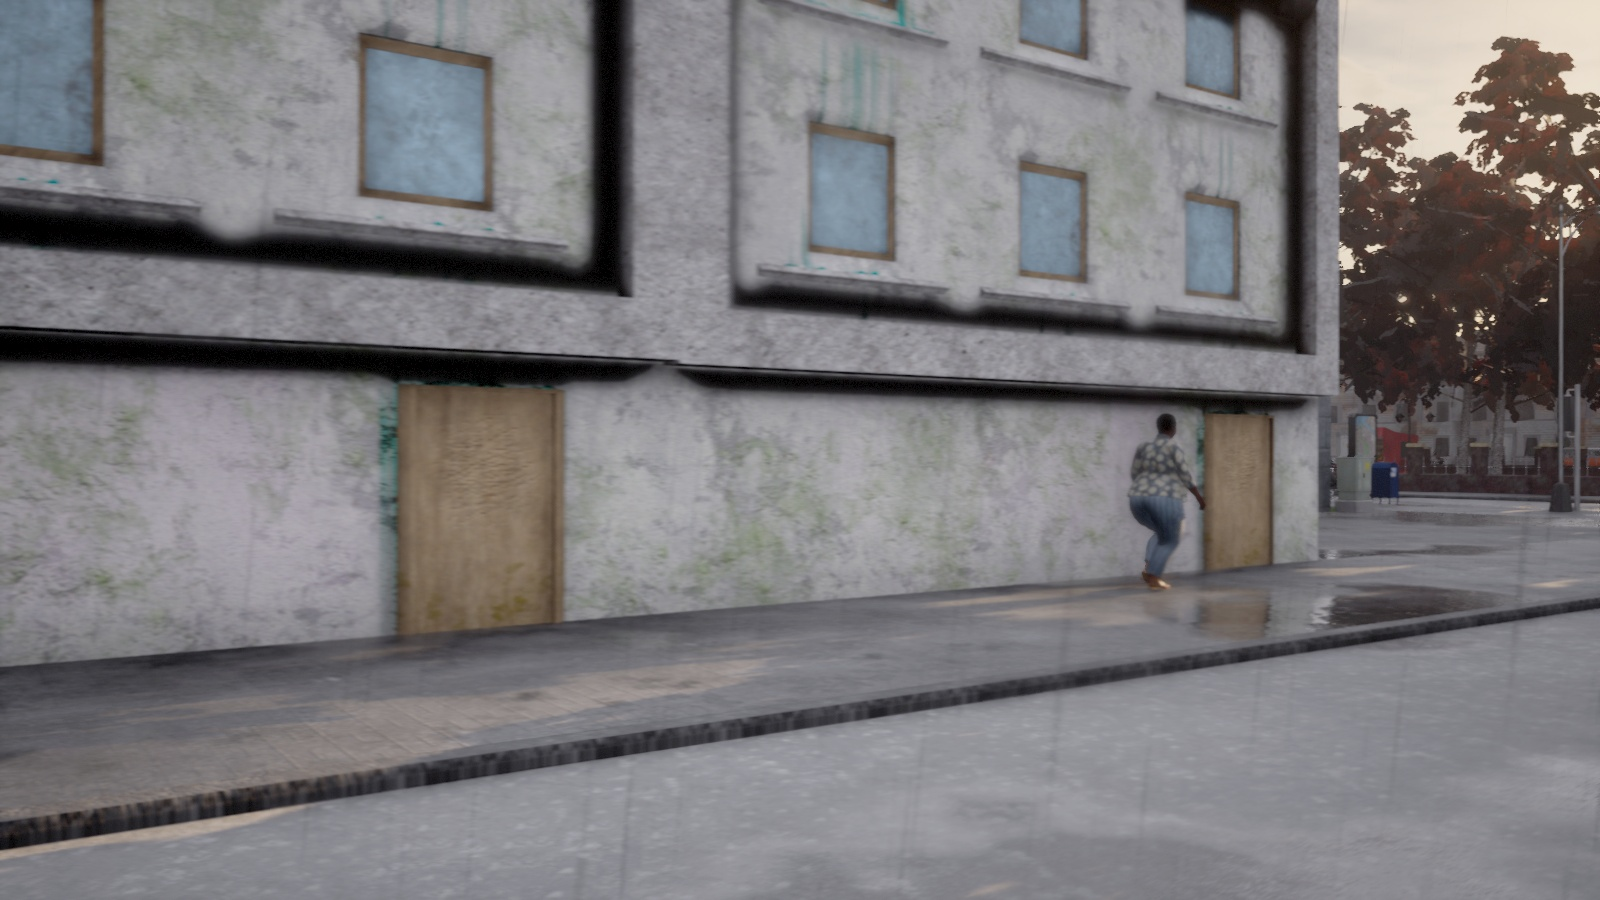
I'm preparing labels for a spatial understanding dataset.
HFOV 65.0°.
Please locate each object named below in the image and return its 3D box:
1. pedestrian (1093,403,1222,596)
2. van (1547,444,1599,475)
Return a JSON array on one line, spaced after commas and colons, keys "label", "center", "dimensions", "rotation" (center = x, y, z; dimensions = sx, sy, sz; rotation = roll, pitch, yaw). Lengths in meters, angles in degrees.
[{"label": "pedestrian", "center": [3.610, 0.478, 12.694], "dimensions": [0.900, 1.855, 0.874], "rotation": [0, 0, -35]}, {"label": "van", "center": [51.422, 0.589, 81.803], "dimensions": [1.775, 1.987, 4.442], "rotation": [0, 0, -35]}]
